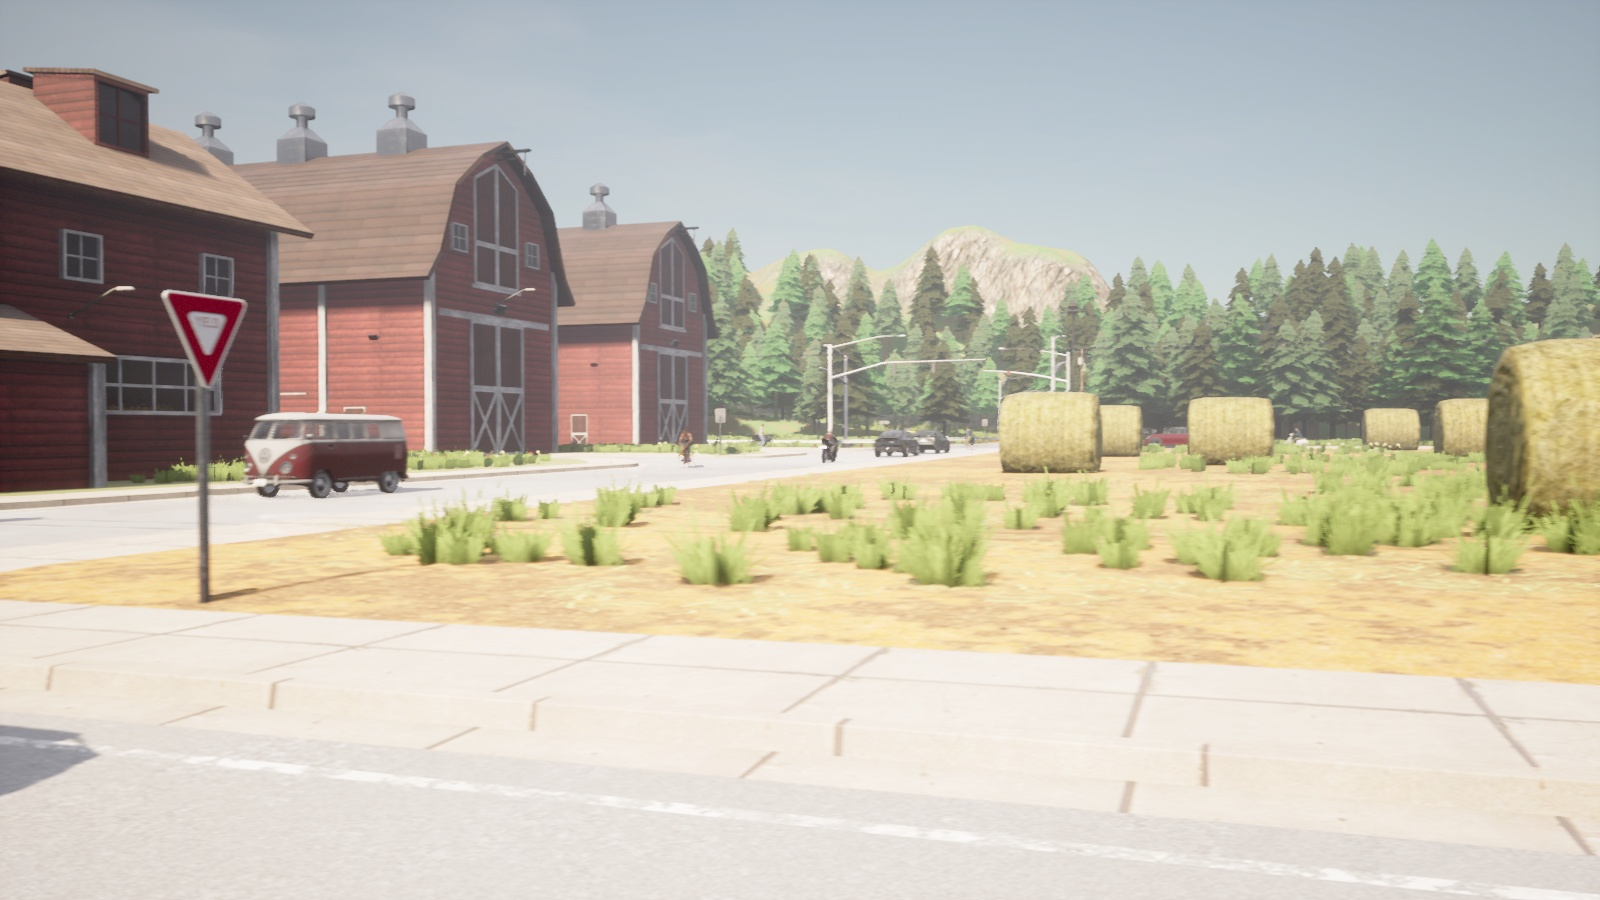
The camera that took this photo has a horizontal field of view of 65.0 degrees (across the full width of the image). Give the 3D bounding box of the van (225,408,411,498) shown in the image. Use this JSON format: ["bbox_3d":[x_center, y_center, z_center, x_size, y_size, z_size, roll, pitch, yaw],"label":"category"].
[{"bbox_3d":[-11.438,0.026,30.174,1.775,1.987,4.442,1,1,18],"label":"van"}]

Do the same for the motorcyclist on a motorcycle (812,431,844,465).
[{"bbox_3d":[1.320,-0.119,58.570,0.866,1.530,2.191,1,1,18],"label":"motorcyclist on a motorcycle"}]

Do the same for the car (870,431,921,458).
[{"bbox_3d":[5.478,-0.321,71.568,1.837,1.490,4.892,1,1,17],"label":"car"}]

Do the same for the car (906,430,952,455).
[{"bbox_3d":[8.265,-0.512,80.280,2.007,1.525,4.514,1,1,18],"label":"car"}]
